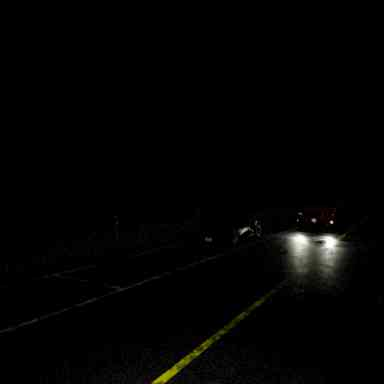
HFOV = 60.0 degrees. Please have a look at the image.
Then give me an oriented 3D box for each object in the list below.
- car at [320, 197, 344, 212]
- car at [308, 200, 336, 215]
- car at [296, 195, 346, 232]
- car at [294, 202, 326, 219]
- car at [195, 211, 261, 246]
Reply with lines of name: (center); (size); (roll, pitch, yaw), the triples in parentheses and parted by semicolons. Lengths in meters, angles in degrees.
car: (16.359, 1.442, 38.861); (1.967, 1.590, 4.097); (0, 0, 32)
car: (13.448, 1.567, 34.165); (1.947, 1.339, 4.313); (0, 0, 32)
car: (8.226, 1.222, 20.864); (2.150, 2.045, 5.566); (0, 0, 32)
car: (10.538, 1.583, 29.468); (1.802, 1.307, 4.206); (0, 0, 32)
car: (1.807, 1.566, 15.379); (1.947, 1.339, 4.313); (0, 0, 32)
